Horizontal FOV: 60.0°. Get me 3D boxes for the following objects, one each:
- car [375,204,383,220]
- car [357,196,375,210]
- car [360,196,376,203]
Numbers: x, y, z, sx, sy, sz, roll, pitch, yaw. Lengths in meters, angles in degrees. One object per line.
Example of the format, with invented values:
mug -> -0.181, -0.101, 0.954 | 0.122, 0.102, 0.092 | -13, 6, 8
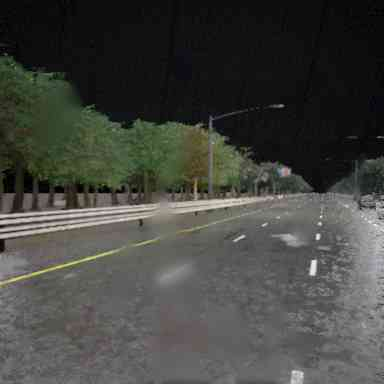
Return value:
car -> 15.408, 1.558, 25.223 | 1.812, 1.442, 4.674 | 0, 0, 22
car -> 22.597, 1.522, 43.192 | 2.128, 1.511, 4.902 | 0, 0, 22
car -> 36.867, 1.550, 69.568 | 1.837, 1.490, 4.892 | 0, 0, 40
